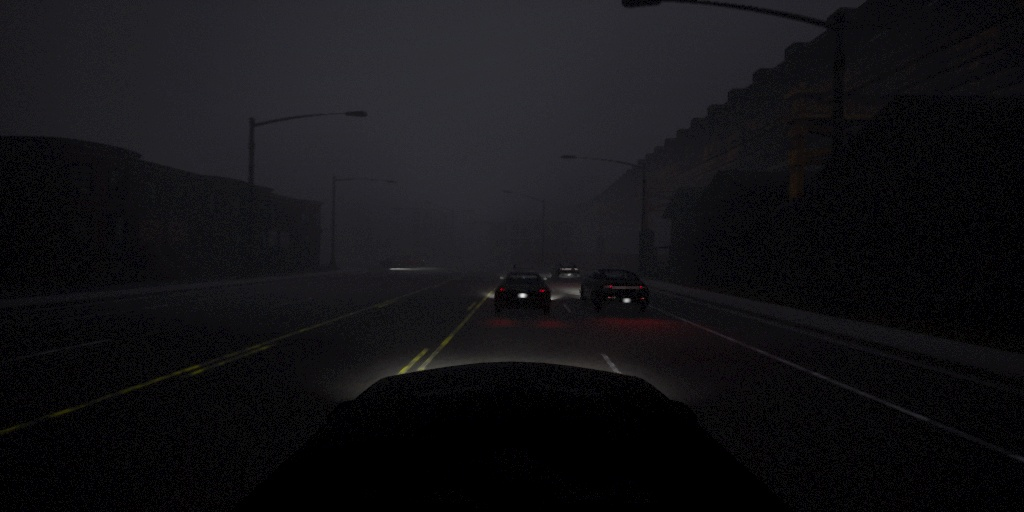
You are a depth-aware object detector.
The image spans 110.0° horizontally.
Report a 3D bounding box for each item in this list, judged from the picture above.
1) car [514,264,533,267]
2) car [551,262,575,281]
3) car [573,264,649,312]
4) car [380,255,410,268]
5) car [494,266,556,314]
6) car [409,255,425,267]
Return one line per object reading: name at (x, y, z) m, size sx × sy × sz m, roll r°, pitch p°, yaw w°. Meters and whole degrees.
car at (0.872, 1.252, 28.355) m, size 1.895 × 1.301 × 4.718 m, roll 1°, pitch 0°, yaw 1°
car at (4.349, 1.205, 29.688) m, size 2.128 × 1.511 × 4.902 m, roll 1°, pitch 0°, yaw 0°
car at (3.948, 1.263, 14.405) m, size 2.128 × 1.511 × 4.902 m, roll 1°, pitch 0°, yaw 2°
car at (-15.102, 0.831, 45.352) m, size 1.994 × 1.385 × 4.181 m, roll 1°, pitch 0°, yaw -42°
car at (0.418, 1.268, 13.725) m, size 1.994 × 1.385 × 4.181 m, roll 1°, pitch 0°, yaw 2°
car at (-13.952, 0.623, 49.371) m, size 4.553 × 1.767 × 2.097 m, roll 1°, pitch 1°, yaw 41°
